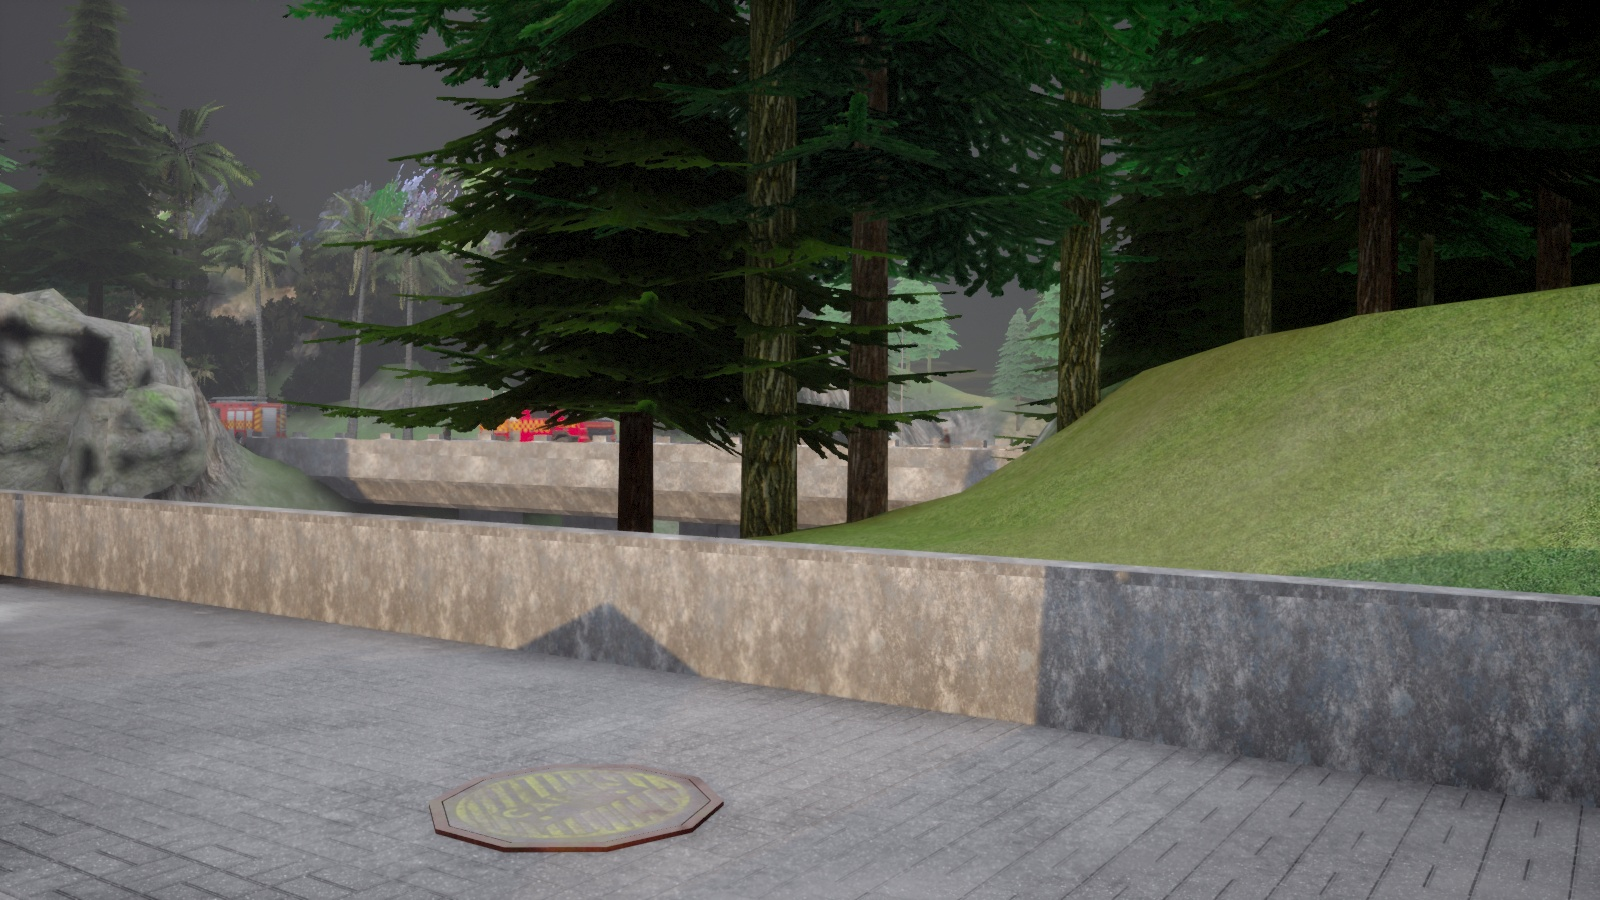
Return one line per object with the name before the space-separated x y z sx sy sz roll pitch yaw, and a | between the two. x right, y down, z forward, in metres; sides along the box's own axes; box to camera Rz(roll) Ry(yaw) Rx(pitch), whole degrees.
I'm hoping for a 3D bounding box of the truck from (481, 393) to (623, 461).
truck | -14.538 -1.302 73.284 8.468 3.827 2.891 0 1 34
